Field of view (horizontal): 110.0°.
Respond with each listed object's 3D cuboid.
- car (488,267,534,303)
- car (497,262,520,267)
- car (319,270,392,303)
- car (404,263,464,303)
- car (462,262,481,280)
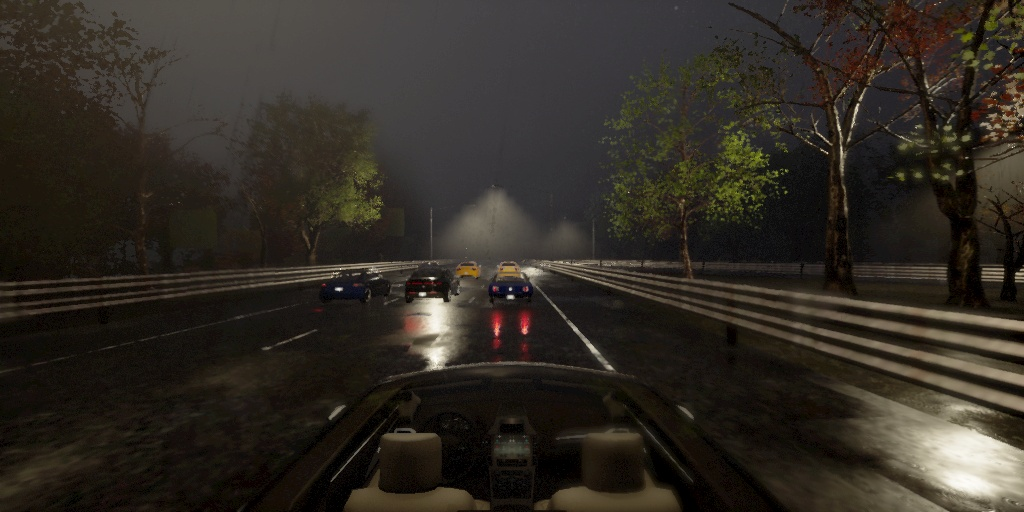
[{"bbox_3d":[-0.076,1.369,16.720,1.895,1.301,4.718,0,0,-1],"label":"car"},{"bbox_3d":[-0.300,1.247,31.775,1.882,1.535,5.008,0,0,-1],"label":"car"},{"bbox_3d":[-7.075,1.325,16.621,1.994,1.385,4.181,0,0,-1],"label":"car"},{"bbox_3d":[-3.576,1.269,16.655,1.837,1.490,4.892,0,0,-1],"label":"car"},{"bbox_3d":[-3.798,1.247,31.706,1.882,1.535,5.008,0,0,-1],"label":"car"}]
